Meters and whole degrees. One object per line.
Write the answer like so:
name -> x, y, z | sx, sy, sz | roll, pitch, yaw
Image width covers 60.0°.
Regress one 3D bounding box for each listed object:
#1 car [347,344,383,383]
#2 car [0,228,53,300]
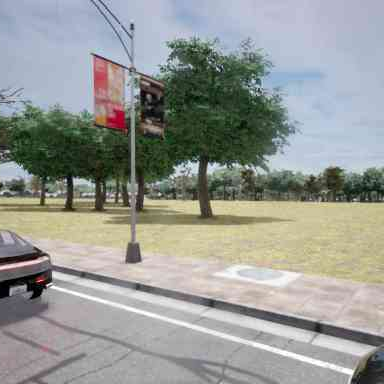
car -> 3.267, 1.493, 1.346 | 4.902, 1.511, 2.128 | 0, 0, 36
car -> -5.009, 1.515, 7.229 | 4.902, 1.511, 2.128 | 0, 0, 36
